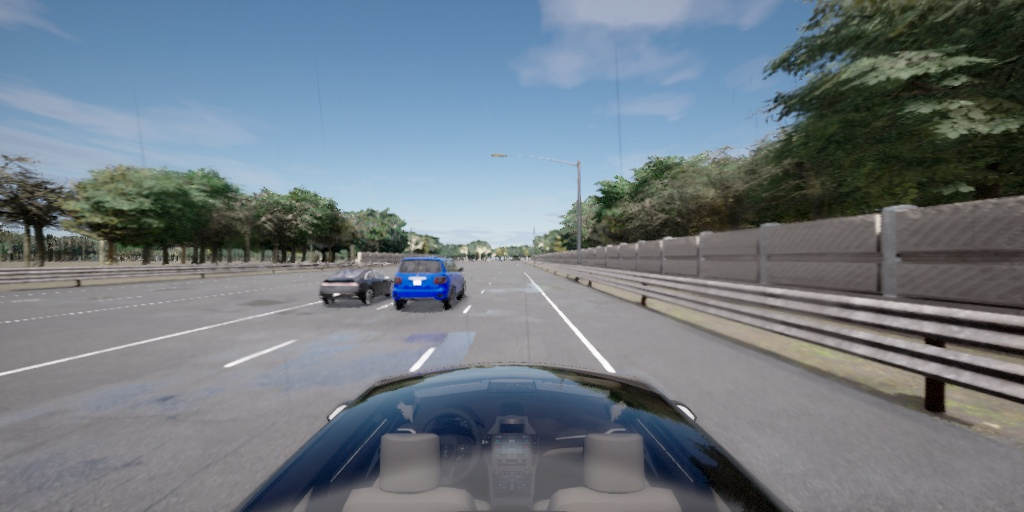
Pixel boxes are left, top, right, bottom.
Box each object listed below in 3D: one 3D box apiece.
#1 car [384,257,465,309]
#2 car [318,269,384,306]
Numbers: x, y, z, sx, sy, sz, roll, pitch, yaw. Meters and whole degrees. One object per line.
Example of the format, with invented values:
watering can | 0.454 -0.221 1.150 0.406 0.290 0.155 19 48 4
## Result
car | -3.392 1.061 15.535 2.150 2.045 5.566 0 0 0
car | -6.892 1.338 16.489 2.128 1.511 4.902 0 0 0
